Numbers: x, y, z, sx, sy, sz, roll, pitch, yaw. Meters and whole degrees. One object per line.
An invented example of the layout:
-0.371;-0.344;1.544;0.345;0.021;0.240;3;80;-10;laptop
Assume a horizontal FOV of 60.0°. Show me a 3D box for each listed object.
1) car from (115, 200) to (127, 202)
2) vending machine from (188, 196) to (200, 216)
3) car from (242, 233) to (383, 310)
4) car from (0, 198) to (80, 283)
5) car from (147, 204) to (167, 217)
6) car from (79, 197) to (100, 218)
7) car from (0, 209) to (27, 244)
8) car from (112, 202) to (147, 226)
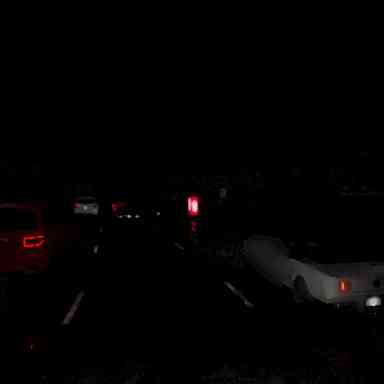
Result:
-8.808;1.735;41.146;2.097;1.767;4.553;0;-1;-14;car
0.165;1.485;35.944;1.100;2.100;0.880;0;0;-14;vending machine
2.773;1.650;8.001;1.895;1.301;4.718;0;0;-10;car
-4.928;1.331;9.957;2.150;2.045;5.566;0;0;-12;car
-3.945;1.915;36.046;1.895;1.301;4.718;0;0;-14;car
-10.514;1.553;33.440;2.150;2.045;5.566;0;0;-14;car
-10.229;1.727;17.496;1.812;1.442;4.674;0;0;-13;car
-4.953;1.782;25.506;2.033;1.411;5.357;0;-1;-14;car
